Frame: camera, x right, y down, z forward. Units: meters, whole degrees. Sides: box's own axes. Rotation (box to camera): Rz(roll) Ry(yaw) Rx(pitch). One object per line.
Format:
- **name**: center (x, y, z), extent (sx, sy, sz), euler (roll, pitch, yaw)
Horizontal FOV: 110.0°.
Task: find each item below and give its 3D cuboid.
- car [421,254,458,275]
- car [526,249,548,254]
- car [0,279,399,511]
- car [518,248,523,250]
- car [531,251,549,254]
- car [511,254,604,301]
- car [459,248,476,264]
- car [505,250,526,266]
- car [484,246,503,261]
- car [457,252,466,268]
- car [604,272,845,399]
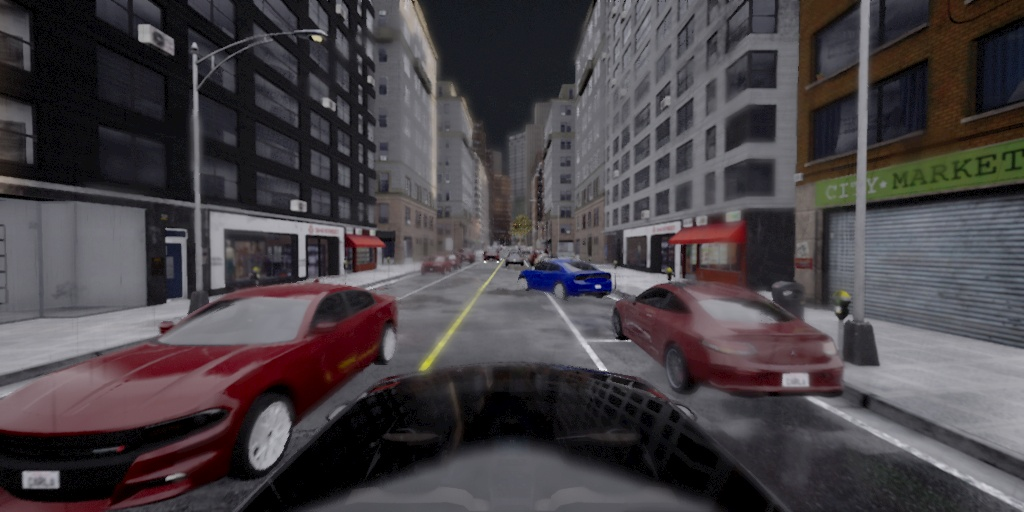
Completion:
- **car**: center (-5.641, 0.640, 27.270), extent (1.888, 1.381, 4.507), euler (0, 0, 0)
- **car**: center (2.939, 0.108, 38.324), extent (2.192, 1.841, 5.009), euler (0, 0, 0)
- **car**: center (-3.088, 1.148, 4.851), extent (1.882, 1.535, 5.008), euler (0, 1, 0)
- **car**: center (0.289, -0.087, 51.838), extent (1.837, 1.490, 4.892), euler (0, 2, 1)
- **car**: center (2.913, 0.470, 32.942), extent (1.751, 1.417, 4.829), euler (0, 0, 0)
- **car**: center (2.021, 0.885, 15.132), extent (1.882, 1.535, 5.008), euler (-1, 2, -26)
- **car**: center (-5.559, -0.048, 43.922), extent (2.192, 1.841, 5.009), euler (0, 0, 0)
- **car**: center (0.274, 0.329, 39.332), extent (1.994, 1.385, 4.181), euler (0, 2, 0)
- **car**: center (-2.794, -0.198, 50.364), extent (2.097, 1.767, 4.553), euler (0, 2, 1)
- **car**: center (-5.613, 0.527, 32.820), extent (1.802, 1.307, 4.207), euler (0, 0, 0)
- **car**: center (3.168, 1.158, 6.285), extent (1.812, 1.442, 4.674), euler (0, 1, 0)
